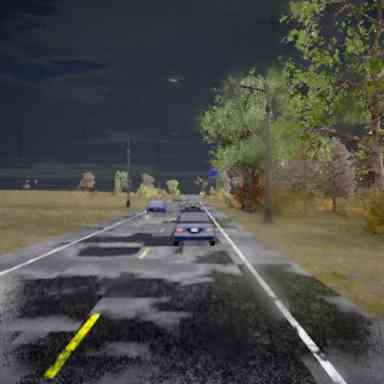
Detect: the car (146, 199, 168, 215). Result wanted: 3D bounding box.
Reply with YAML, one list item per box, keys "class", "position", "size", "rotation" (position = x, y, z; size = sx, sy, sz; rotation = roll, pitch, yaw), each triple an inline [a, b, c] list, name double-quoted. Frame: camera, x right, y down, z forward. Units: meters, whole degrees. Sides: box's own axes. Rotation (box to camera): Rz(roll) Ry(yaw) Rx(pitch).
- class: "car"
  position: [-3.592, 1.494, 34.909]
  size: [1.882, 1.535, 5.008]
  rotation: [0, 0, 0]

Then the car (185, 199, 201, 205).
- class: "car"
  position: [0.104, 1.567, 40.794]
  size: [2.033, 1.411, 5.357]
  rotation: [0, 0, 0]

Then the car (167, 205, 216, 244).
- class: "car"
  position: [0.101, 1.553, 15.683]
  size: [2.033, 1.411, 5.357]
  rotation: [0, 0, 0]

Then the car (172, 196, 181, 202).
- class: "car"
  position: [-3.492, 1.598, 75.415]
  size: [1.994, 1.385, 4.181]
  rotation: [0, 0, 0]
